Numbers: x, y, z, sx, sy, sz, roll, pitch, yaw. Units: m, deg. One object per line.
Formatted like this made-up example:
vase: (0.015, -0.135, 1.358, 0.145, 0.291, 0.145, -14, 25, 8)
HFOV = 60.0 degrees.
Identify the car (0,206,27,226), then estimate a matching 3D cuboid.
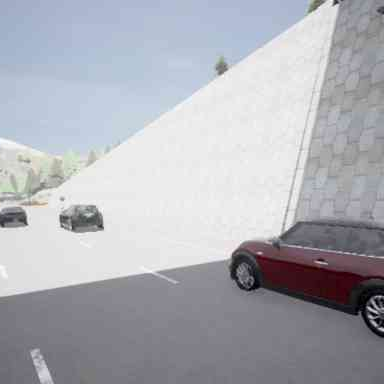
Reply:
car: (-15.021, 1.977, 27.843, 1.837, 1.490, 4.892, -1, -1, -33)

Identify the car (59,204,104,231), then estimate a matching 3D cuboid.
car: (-7.778, 1.618, 23.100, 2.097, 1.767, 4.553, -1, 0, -33)

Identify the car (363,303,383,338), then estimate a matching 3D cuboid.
car: (2.804, 1.488, 0.889, 1.994, 1.385, 4.181, -2, 0, -44)

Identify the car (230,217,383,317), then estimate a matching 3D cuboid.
car: (2.791, 1.294, 6.810, 2.097, 1.767, 4.553, -1, 0, -33)
